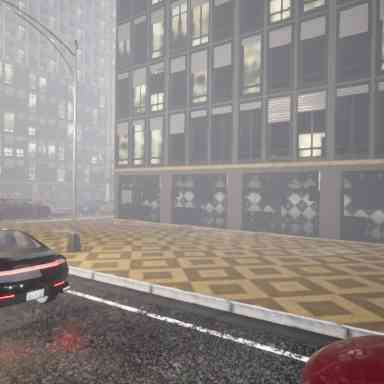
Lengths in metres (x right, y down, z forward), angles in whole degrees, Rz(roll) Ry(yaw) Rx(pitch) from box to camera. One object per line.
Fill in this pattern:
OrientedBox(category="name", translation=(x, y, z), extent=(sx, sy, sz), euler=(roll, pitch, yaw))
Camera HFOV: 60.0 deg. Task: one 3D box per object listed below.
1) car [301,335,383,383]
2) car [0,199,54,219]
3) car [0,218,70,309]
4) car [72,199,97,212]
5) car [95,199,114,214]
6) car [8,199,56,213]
OrientedBox(category="car", translation=(2.912, 1.526, 1.619), extent=(4.674, 1.442, 1.812), euler=(0, 0, 35))
OrientedBox(category="car", translation=(-15.554, 1.519, 30.467), extent=(2.192, 1.841, 5.009), euler=(1, 0, 36))
OrientedBox(category="car", translation=(-4.575, 1.488, 6.920), extent=(4.902, 1.511, 2.128), euler=(0, 0, 35))
OrientedBox(category="car", translation=(-13.219, 1.717, 43.401), extent=(1.837, 1.490, 4.892), euler=(1, 1, 36))
OrientedBox(category="car", translation=(-8.773, 1.830, 39.691), extent=(1.752, 1.417, 4.829), euler=(1, 0, 36))
OrientedBox(category="car", translation=(-19.068, 1.643, 39.836), extent=(1.752, 1.417, 4.829), euler=(1, 0, 36))
